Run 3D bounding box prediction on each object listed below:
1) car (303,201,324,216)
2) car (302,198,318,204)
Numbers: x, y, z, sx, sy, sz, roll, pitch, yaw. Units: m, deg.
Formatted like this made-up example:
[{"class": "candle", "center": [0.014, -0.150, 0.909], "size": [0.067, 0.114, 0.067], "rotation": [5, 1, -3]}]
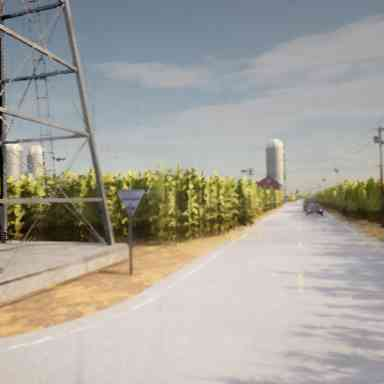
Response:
[{"class": "car", "center": [14.584, 2.134, 39.642], "size": [1.895, 1.301, 4.718], "rotation": [-2, -1, 19]}, {"class": "car", "center": [17.701, 1.892, 49.449], "size": [2.150, 2.045, 5.566], "rotation": [-2, -1, 18]}]
